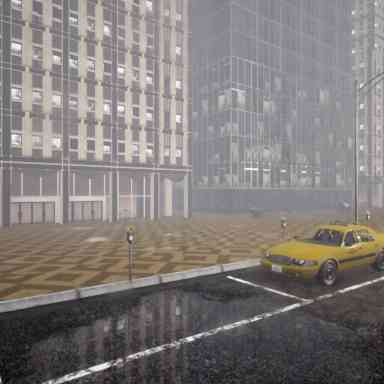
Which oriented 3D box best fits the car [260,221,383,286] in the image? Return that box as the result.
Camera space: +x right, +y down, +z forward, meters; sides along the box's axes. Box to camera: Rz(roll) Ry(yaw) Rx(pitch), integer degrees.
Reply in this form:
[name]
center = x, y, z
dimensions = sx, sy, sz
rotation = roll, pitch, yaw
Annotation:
[car]
center = 4.002, 1.526, 9.431
dimensions = 4.829, 1.417, 1.752
rotation = 0, 0, -36
